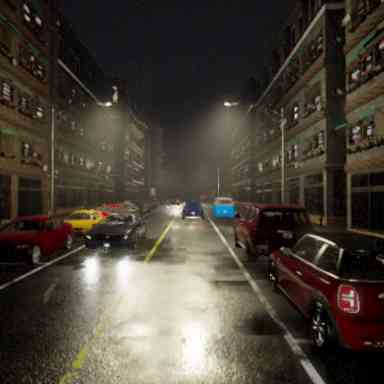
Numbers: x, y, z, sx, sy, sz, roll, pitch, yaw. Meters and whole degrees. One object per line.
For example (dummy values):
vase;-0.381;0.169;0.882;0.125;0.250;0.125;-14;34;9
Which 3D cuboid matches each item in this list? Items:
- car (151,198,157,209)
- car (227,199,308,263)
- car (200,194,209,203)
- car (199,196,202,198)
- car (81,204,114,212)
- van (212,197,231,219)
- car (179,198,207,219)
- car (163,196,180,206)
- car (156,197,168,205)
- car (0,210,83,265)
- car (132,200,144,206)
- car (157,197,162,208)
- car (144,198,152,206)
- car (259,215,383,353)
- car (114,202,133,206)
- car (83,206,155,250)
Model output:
car;-5.643;1.570;40.022;1.752;1.417;4.829;1;0;0
car;2.709;1.327;11.829;2.192;1.841;5.009;1;0;0
car;2.707;1.409;74.362;2.192;1.841;5.009;1;0;0
car;0.100;1.654;46.061;1.895;1.301;4.718;0;0;0
car;-5.642;1.543;17.283;1.752;1.417;4.829;1;0;0
van;2.707;1.372;28.884;1.690;1.788;3.998;1;0;0
car;0.098;1.557;29.029;1.812;1.442;4.674;0;0;0
car;-3.065;1.417;54.882;2.097;1.767;4.553;0;0;0
car;-5.644;1.658;62.932;1.802;1.307;4.206;1;0;0
car;-5.643;1.556;11.769;1.887;1.381;4.507;1;0;0
car;-5.643;1.556;28.654;1.752;1.417;4.829;1;0;0
car;-5.641;1.493;45.878;1.967;1.590;4.097;1;0;0
car;-5.643;1.603;34.508;1.947;1.339;4.313;1;0;0
car;2.706;1.447;6.145;1.967;1.590;4.097;1;0;0
car;-5.642;1.569;23.139;1.887;1.381;4.507;1;0;0
car;-3.099;1.562;14.761;2.033;1.411;5.357;0;0;0
